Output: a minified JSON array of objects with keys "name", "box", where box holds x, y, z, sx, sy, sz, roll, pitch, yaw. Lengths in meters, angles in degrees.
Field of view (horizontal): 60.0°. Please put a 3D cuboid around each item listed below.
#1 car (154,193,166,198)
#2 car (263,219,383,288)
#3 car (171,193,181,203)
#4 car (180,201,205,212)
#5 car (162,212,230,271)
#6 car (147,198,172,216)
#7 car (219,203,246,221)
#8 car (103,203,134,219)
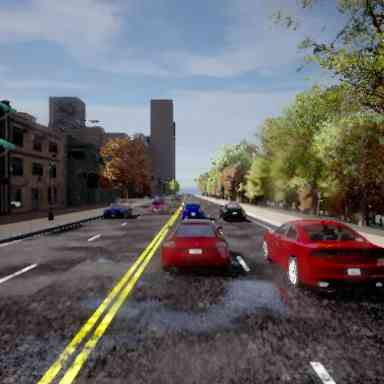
[{"name":"car","box":[-6.793,1.339,71.482,2.150,2.045,5.566,0,0,-1]},{"name":"car","box":[3.339,1.502,9.339,1.882,1.535,5.008,0,0,0]},{"name":"car","box":[-3.618,1.349,76.049,2.150,2.045,5.566,0,0,-1]},{"name":"car","box":[0.100,1.600,28.622,1.812,1.442,4.674,0,0,0]},{"name":"car","box":[0.100,1.593,11.056,1.994,1.385,4.181,0,0,0]},{"name":"car","box":[-3.343,1.614,34.301,1.812,1.442,4.674,0,0,0]},{"name":"car","box":[3.350,1.637,28.124,1.994,1.385,4.181,0,0,0]},{"name":"car","box":[-6.598,1.679,30.053,1.895,1.301,4.718,0,0,0]}]
